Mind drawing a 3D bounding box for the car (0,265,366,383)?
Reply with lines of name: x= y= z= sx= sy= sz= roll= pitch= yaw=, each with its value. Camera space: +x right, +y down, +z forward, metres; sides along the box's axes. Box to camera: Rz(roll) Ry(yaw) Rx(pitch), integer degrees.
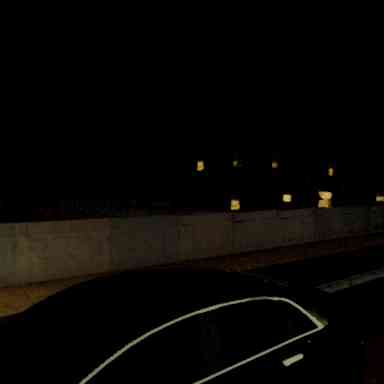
car: x=-0.473 y=1.507 z=2.715 sx=4.892 sy=1.490 sz=1.837 roll=0 pitch=0 yaw=-35
